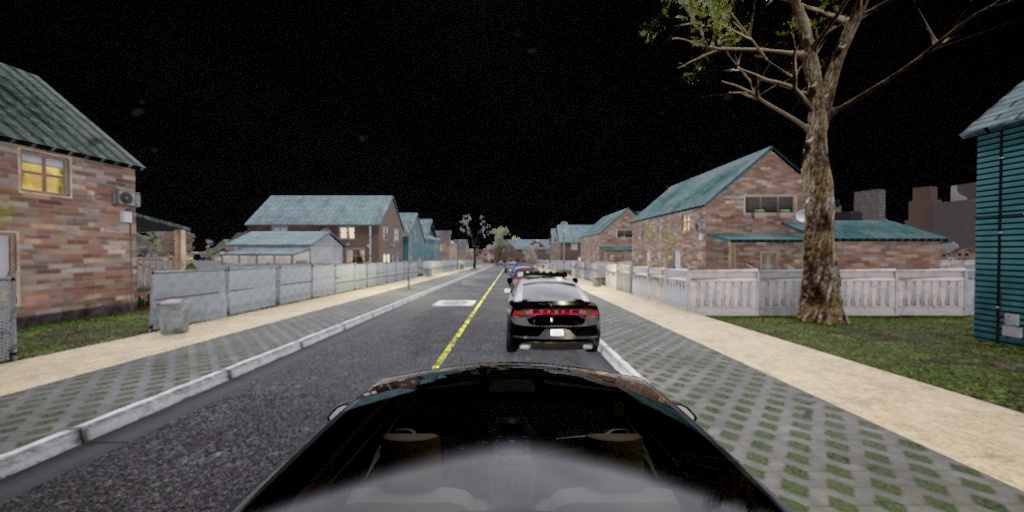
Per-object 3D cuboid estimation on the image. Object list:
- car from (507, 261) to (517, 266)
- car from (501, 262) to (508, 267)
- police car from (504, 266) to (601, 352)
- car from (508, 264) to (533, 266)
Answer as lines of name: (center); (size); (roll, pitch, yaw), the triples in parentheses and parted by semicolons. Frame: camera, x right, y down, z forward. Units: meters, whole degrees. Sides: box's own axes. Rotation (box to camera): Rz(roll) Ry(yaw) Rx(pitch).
car: (0.805, 1.327, 25.011); (1.882, 1.535, 5.008); (0, 0, 0)
car: (-0.005, 1.469, 47.496); (2.128, 1.511, 4.902); (0, 0, 0)
police car: (0.821, 1.202, 9.118); (1.930, 1.638, 5.238); (0, 0, 0)
car: (0.811, 1.346, 19.010); (1.812, 1.442, 4.674); (0, 0, 0)
